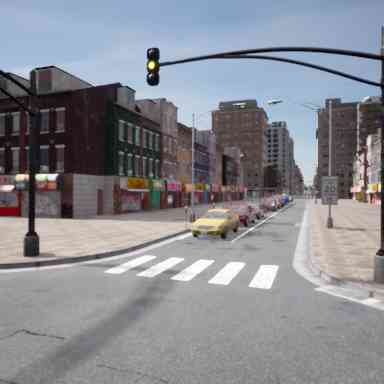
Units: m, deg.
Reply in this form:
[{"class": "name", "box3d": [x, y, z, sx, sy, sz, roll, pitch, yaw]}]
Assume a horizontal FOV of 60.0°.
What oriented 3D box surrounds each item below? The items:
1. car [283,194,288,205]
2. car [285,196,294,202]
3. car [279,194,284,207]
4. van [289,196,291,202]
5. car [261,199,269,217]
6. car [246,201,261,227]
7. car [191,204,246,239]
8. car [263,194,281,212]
[{"class": "car", "box3d": [12.551, 1.282, 49.211, 2.192, 1.841, 5.009, 1, 0, 19]}, {"class": "car", "box3d": [23.708, 1.575, 80.940, 1.947, 1.339, 4.313, 1, 0, 19]}, {"class": "car", "box3d": [10.690, 1.403, 43.923, 1.967, 1.590, 4.097, 1, 0, 19]}, {"class": "van", "box3d": [16.271, 1.318, 59.787, 1.690, 1.788, 3.998, 1, 0, 19]}, {"class": "car", "box3d": [5.109, 1.540, 28.061, 1.802, 1.307, 4.206, 1, 0, 19]}, {"class": "car", "box3d": [3.250, 1.504, 22.772, 1.887, 1.381, 4.507, 1, 0, 19]}, {"class": "car", "box3d": [1.334, 1.488, 17.325, 1.752, 1.417, 4.829, 1, 0, 19]}, {"class": "car", "box3d": [8.830, 1.400, 38.636, 1.967, 1.590, 4.097, 1, 0, 19]}]
